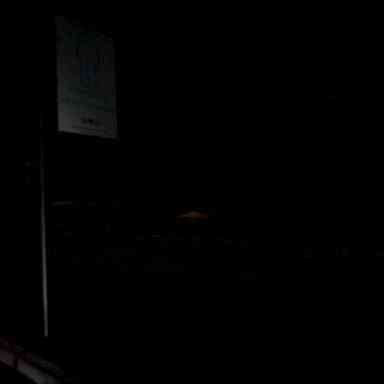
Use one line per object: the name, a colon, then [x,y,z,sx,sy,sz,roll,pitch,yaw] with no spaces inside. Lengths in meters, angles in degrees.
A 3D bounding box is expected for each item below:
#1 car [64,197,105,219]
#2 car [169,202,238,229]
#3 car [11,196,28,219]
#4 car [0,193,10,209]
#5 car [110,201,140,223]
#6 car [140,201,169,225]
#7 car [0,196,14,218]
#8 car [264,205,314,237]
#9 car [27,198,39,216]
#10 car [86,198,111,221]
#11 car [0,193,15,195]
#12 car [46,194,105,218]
car: [-7.840,1.465,28.264,2.097,1.535,5.008,0,0,35]
car: [1.098,1.474,21.675,1.946,1.575,5.366,0,0,35]
car: [-14.634,1.454,33.081,2.097,1.535,5.008,0,0,35]
car: [-25.928,1.133,41.152,2.435,2.045,5.566,1,0,35]
car: [-3.314,1.472,25.048,2.231,1.521,4.892,0,0,35]
car: [-1.040,1.504,23.458,2.163,1.488,4.792,0,0,35]
car: [-16.787,1.443,34.845,1.946,1.575,5.366,0,0,35]
car: [5.714,1.512,18.586,2.163,1.488,4.792,0,0,35]
car: [-12.370,1.461,31.471,2.231,1.521,4.892,0,0,35]
car: [-5.577,1.468,26.655,2.097,1.535,5.008,0,0,35]
car: [-23.698,1.152,39.497,2.435,2.045,5.566,0,0,35]
car: [-10.122,1.211,29.844,2.435,2.045,5.566,0,0,35]
